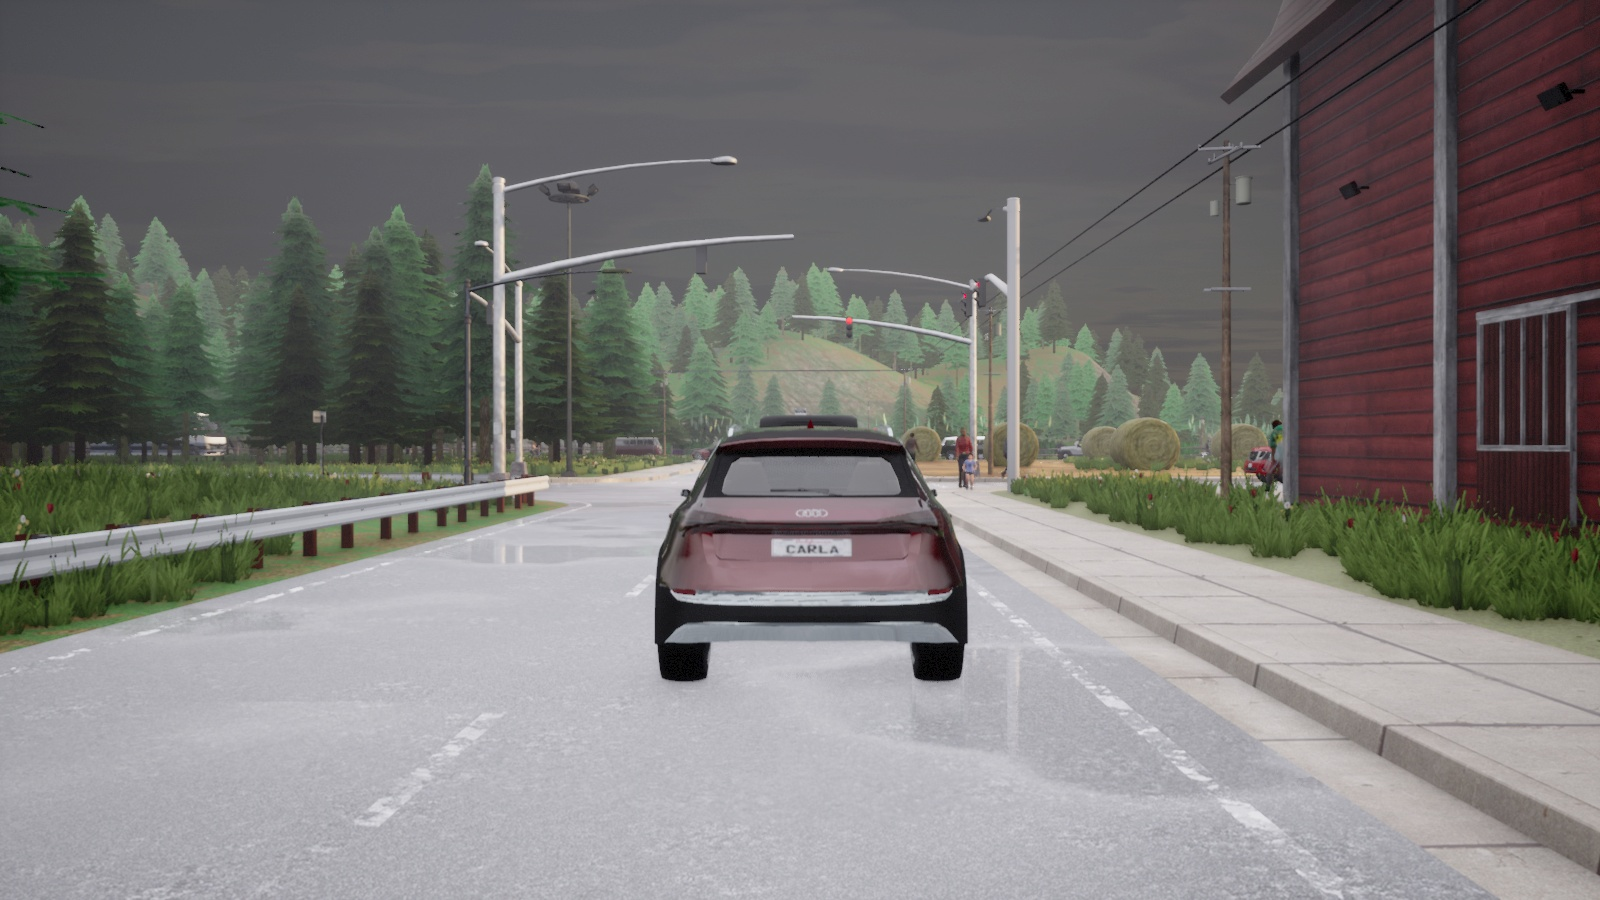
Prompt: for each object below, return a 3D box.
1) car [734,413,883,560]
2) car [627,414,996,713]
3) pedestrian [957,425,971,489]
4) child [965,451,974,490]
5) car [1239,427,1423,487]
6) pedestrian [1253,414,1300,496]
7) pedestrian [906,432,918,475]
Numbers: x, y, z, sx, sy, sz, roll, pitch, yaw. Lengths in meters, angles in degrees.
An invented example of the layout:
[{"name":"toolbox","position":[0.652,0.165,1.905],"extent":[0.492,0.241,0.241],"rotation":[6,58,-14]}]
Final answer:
[{"name":"car","position":[0.118,0.456,18.038],"extent":[1.905,1.878,3.866],"rotation":[0,0,0]},{"name":"car","position":[0.069,0.631,9.349],"extent":[2.033,1.649,4.856],"rotation":[0,0,0]},{"name":"pedestrian","position":[4.789,0.209,36.691],"extent":[0.331,1.846,0.636],"rotation":[0,0,2]},{"name":"child","position":[4.827,0.588,35.718],"extent":[0.255,1.110,0.394],"rotation":[0,0,7]},{"name":"car","position":[18.693,0.238,44.378],"extent":[5.566,2.045,2.150],"rotation":[0,0,-1]},{"name":"pedestrian","position":[11.539,0.123,30.413],"extent":[0.659,1.952,0.873],"rotation":[0,0,-18]},{"name":"pedestrian","position":[4.679,0.149,52.633],"extent":[0.328,1.805,0.869],"rotation":[0,0,17]}]
